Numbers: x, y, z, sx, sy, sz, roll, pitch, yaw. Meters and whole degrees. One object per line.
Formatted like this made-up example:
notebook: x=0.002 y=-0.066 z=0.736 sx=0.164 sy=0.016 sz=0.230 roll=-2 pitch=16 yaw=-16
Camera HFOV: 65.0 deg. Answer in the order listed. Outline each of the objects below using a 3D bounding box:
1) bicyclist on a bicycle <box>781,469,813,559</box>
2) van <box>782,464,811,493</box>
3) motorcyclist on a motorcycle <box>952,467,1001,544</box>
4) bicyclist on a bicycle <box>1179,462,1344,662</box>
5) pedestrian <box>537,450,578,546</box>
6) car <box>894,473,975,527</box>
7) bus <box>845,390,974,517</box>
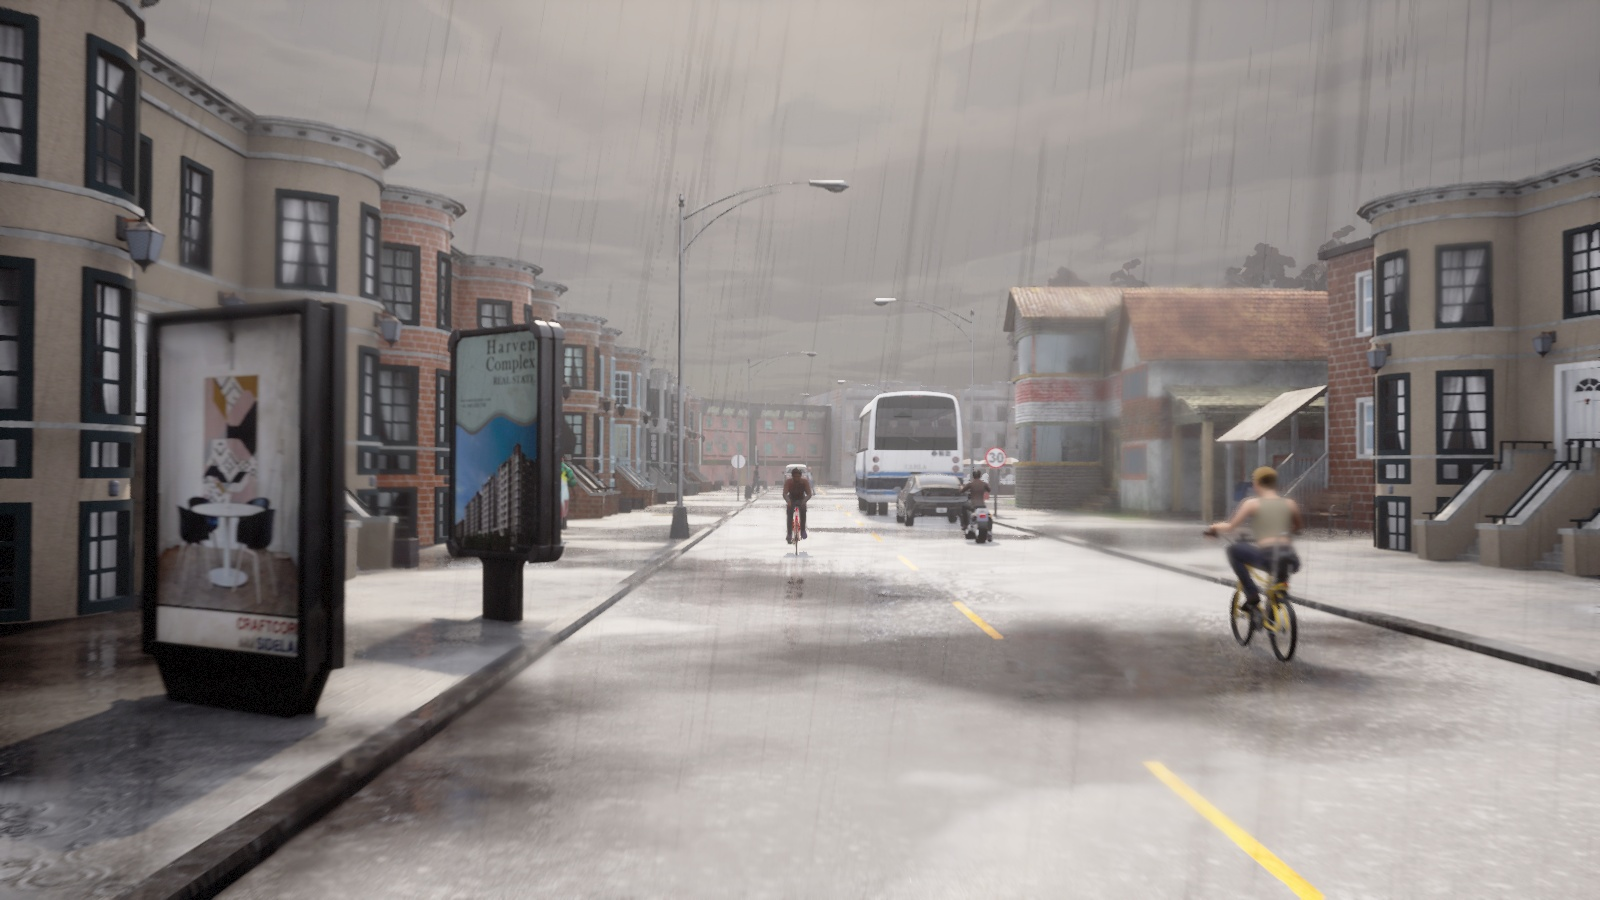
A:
bicyclist on a bicycle: x=-0.055 y=1.159 z=23.402 sx=0.582 sy=1.620 sz=1.656 roll=0 pitch=-1 yaw=0
van: x=-0.235 y=2.067 z=91.279 sx=2.069 sy=2.038 sz=4.480 roll=0 pitch=-1 yaw=0
motorcyclist on a motorcycle: x=3.934 y=1.221 z=28.188 sx=0.766 sy=1.649 sz=2.350 roll=0 pitch=-1 yaw=0
bicyclist on a bicycle: x=3.970 y=0.918 z=10.934 sx=0.866 sy=1.612 sz=1.509 roll=0 pitch=-1 yaw=0
pedestrian: x=-5.000 y=0.978 z=25.910 sx=0.659 sy=1.952 sz=0.873 roll=0 pitch=-1 yaw=2
car: x=3.913 y=1.428 z=37.284 sx=1.837 sy=1.490 sz=4.892 roll=0 pitch=-1 yaw=0
bus: x=3.874 y=0.216 z=47.377 sx=3.944 sy=4.253 sz=10.273 roll=0 pitch=-1 yaw=0
